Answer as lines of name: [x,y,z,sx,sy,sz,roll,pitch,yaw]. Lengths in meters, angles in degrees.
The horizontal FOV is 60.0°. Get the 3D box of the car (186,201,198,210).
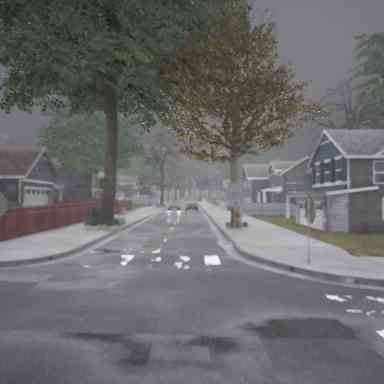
car: [-0.039,2.327,59.506,2.033,1.411,5.357,0,-1,0]

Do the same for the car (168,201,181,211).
car: [-2.785,2.210,53.673,1.837,1.490,4.892,0,-1,0]

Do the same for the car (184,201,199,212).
car: [-0.032,2.150,49.085,1.837,1.490,4.892,0,-1,0]
